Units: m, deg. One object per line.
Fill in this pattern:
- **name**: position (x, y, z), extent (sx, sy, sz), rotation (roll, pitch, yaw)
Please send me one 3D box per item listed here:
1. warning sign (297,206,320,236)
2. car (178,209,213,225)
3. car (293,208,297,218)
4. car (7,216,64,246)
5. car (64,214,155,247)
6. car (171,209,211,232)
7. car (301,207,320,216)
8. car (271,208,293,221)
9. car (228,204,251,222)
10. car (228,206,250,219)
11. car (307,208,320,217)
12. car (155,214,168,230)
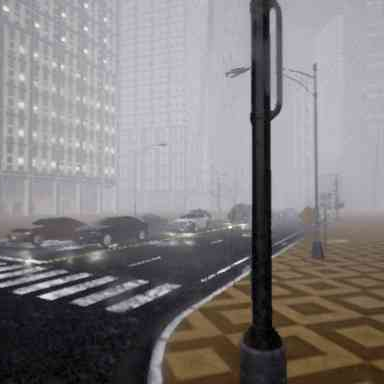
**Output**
- **warning sign**: position (7.470, 1.812, 21.315), extent (1.300, 1.860, 1.060), rotation (0, -2, 26)
- **car**: position (0.455, 2.662, 35.837), extent (1.837, 1.490, 4.892), rotation (-1, -2, 26)
- **car**: position (15.463, 3.197, 52.518), extent (1.882, 1.535, 5.008), rotation (-1, -2, 23)
- **car**: position (-7.936, 2.110, 18.790), extent (1.812, 1.442, 4.674), rotation (-1, -2, 26)
- **car**: position (-4.386, 2.065, 18.650), extent (1.882, 1.535, 5.008), rotation (-1, -2, 26)
- **car**: position (-0.004, 2.412, 27.538), extent (1.812, 1.442, 4.674), rotation (-1, -2, 26)
- **car**: position (16.469, 2.883, 46.583), extent (2.097, 1.767, 4.553), rotation (-1, -2, 24)
- **car**: position (11.472, 3.026, 43.473), extent (1.895, 1.301, 4.718), rotation (-1, -2, 25)
- **car**: position (6.199, 2.522, 40.204), extent (2.150, 2.045, 5.566), rotation (-1, -1, 26)
- **car**: position (7.133, 2.971, 49.741), extent (2.097, 1.767, 4.553), rotation (-1, -2, 24)
- **car**: position (20.385, 3.426, 55.696), extent (1.895, 1.301, 4.718), rotation (-1, -2, 22)
- **car**: position (-3.910, 2.461, 26.954), extent (1.895, 1.301, 4.718), rotation (-1, -2, 26)
